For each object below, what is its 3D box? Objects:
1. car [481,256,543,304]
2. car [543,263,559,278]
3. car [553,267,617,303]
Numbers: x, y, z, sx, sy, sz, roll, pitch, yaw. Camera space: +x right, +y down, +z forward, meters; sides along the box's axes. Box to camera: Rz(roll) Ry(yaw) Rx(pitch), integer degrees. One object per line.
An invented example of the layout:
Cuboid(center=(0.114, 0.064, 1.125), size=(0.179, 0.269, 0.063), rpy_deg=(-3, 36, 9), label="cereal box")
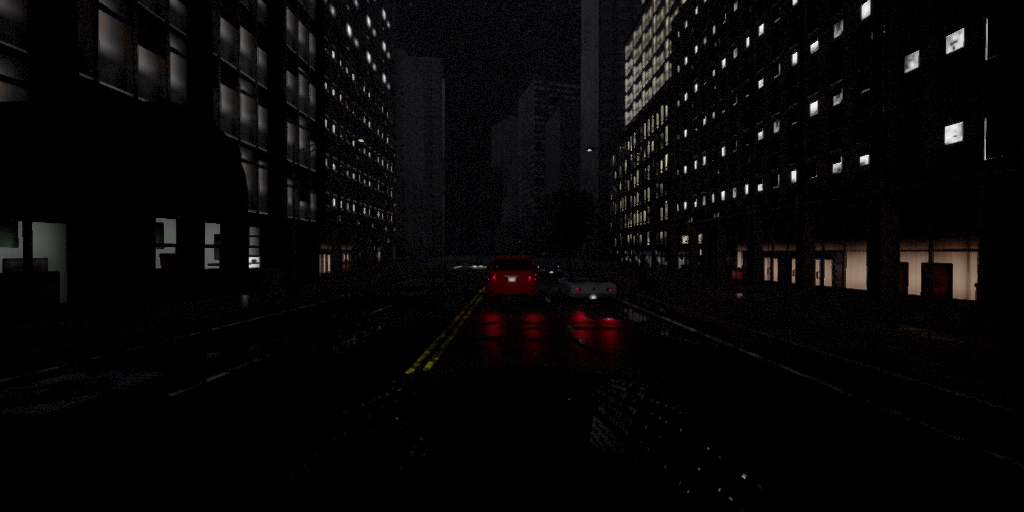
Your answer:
Cuboid(center=(0.000, 1.000, 16.531), size=(2.150, 2.045, 5.566), rpy_deg=(0, 0, 0), label="car")
Cuboid(center=(3.250, 1.305, 31.503), size=(1.994, 1.385, 4.181), rpy_deg=(0, 0, 0), label="car")
Cuboid(center=(3.250, 1.359, 16.532), size=(1.895, 1.301, 4.718), rpy_deg=(0, 0, 0), label="car")
